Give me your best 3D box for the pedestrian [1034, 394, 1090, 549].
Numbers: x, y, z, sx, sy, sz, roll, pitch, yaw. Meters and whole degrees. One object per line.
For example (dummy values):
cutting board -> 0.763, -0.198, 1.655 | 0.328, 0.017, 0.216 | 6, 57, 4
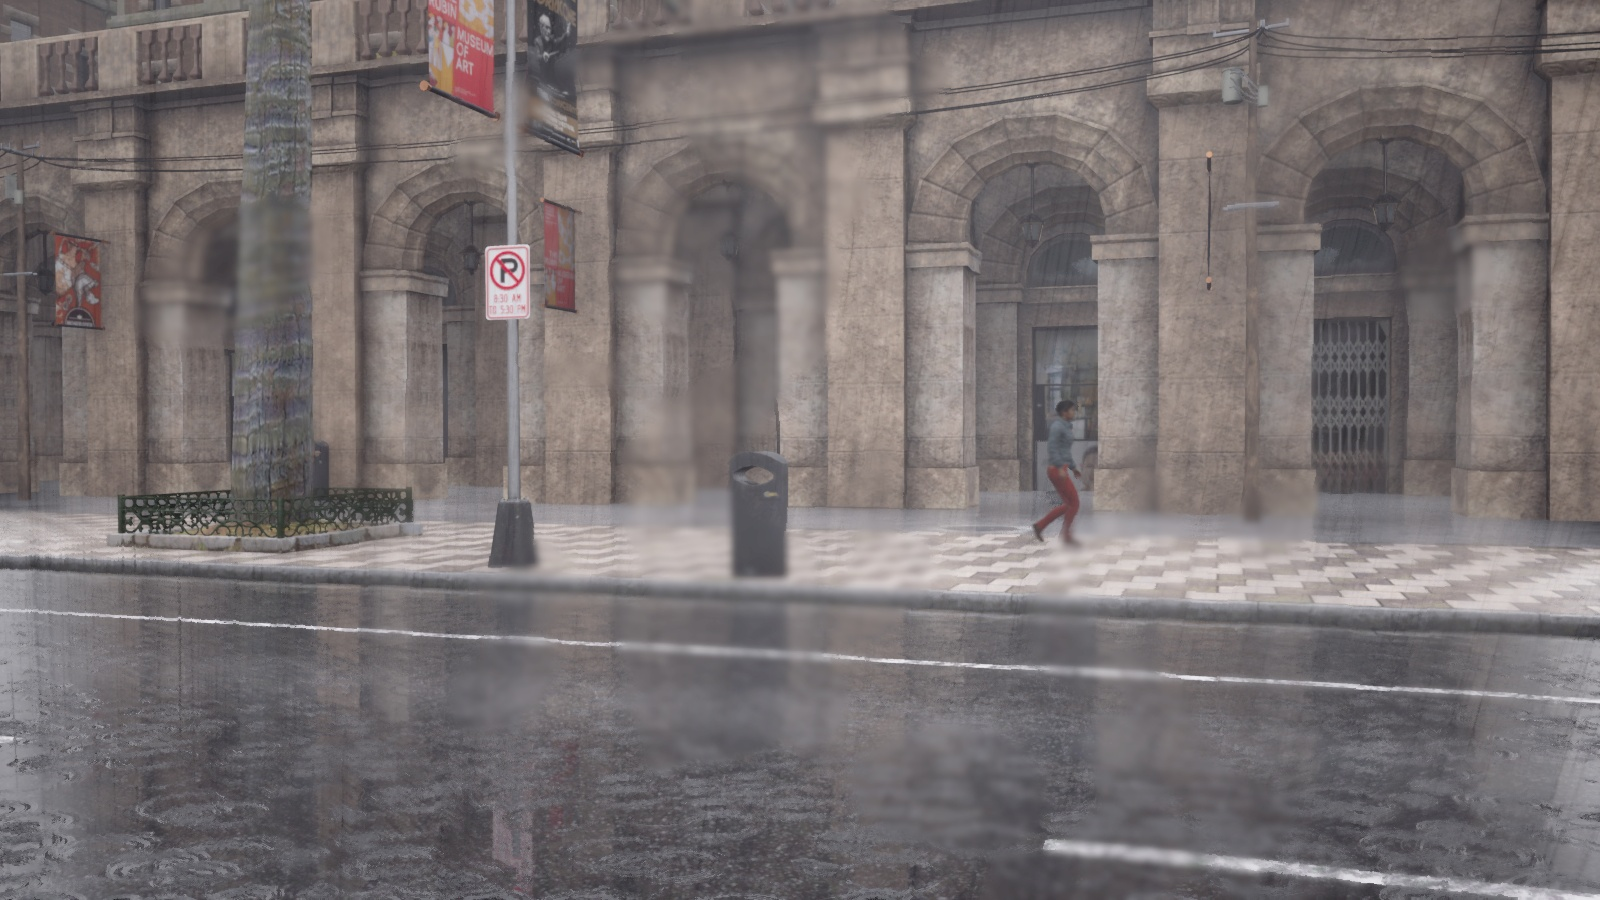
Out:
pedestrian -> 3.163, 0.252, 15.153 | 0.614, 1.847, 0.353 | 1, 1, 18
